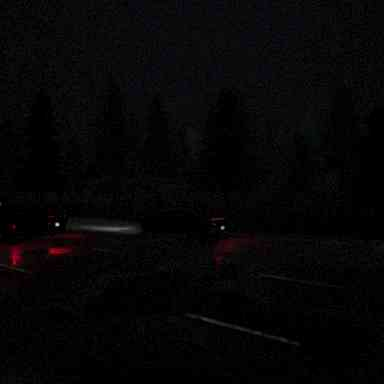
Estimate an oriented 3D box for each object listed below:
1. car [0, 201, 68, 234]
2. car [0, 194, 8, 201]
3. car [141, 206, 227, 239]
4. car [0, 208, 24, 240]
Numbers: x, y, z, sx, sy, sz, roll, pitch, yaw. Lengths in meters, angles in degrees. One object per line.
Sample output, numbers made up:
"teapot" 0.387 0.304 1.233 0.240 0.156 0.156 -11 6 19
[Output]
"car" -9.145 1.470 19.122 4.892 1.490 1.837 0 0 36
"car" -18.804 1.159 30.310 5.566 2.045 2.150 0 0 35
"car" -0.507 1.473 17.237 4.902 1.511 2.128 0 0 36
"car" -10.111 1.568 15.511 4.718 1.301 1.895 0 0 36
